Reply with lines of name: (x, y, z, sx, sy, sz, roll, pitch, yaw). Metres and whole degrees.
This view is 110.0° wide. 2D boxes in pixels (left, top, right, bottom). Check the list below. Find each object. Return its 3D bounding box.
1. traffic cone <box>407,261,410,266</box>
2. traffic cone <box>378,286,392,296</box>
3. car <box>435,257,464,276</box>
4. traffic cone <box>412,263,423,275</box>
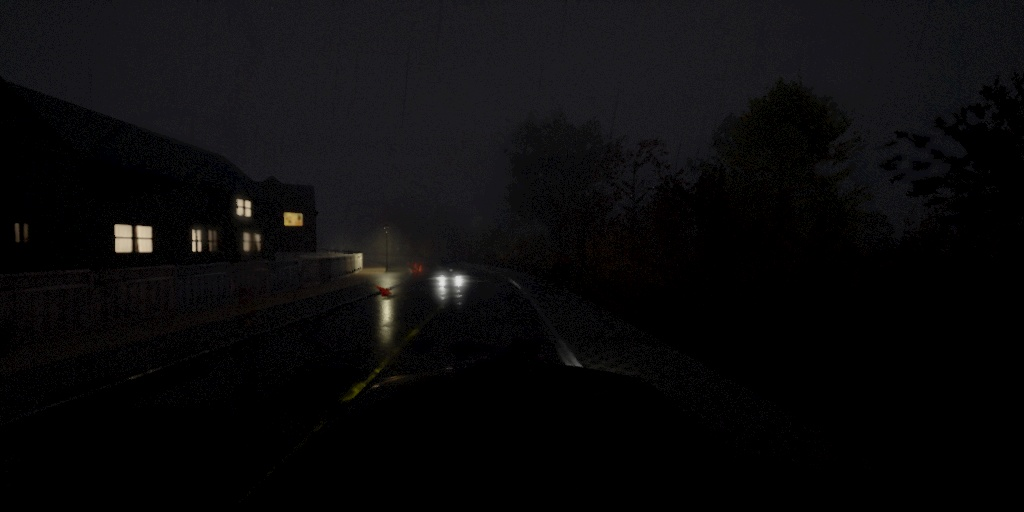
traffic cone: (-11.772, 0.814, 40.702, 0.340, 0.580, 0.340, 0, 0, -27)
traffic cone: (-5.492, 1.292, 15.539, 0.340, 0.580, 0.340, 0, 0, -24)
car: (-4.980, 0.801, 28.275, 1.994, 1.385, 4.181, 0, 1, -15)
traffic cone: (-7.205, 1.026, 27.270, 0.340, 0.580, 0.340, 0, 0, 10)
